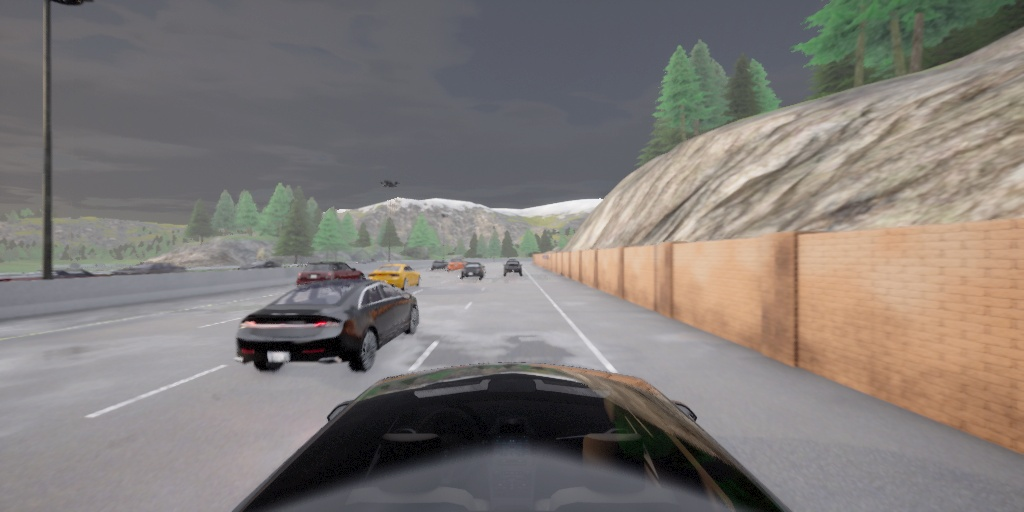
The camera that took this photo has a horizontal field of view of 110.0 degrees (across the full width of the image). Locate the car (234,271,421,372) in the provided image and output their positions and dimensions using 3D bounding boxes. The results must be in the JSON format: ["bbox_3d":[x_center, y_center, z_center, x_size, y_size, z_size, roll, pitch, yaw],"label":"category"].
[{"bbox_3d":[-3.390,1.243,7.619,2.128,1.511,4.902,0,0,0],"label":"car"}]

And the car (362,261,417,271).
[{"bbox_3d":[-6.904,1.230,21.536,1.882,1.535,5.008,0,0,0],"label":"car"}]

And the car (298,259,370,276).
[{"bbox_3d":[-10.401,1.107,20.921,2.097,1.767,4.553,0,0,0],"label":"car"}]

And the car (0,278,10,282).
[{"bbox_3d":[-21.053,1.322,12.153,1.994,1.385,4.181,0,0,0],"label":"car"}]

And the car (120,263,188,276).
[{"bbox_3d":[-31.570,1.310,31.480,2.033,1.411,5.357,0,0,0],"label":"car"}]

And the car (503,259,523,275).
[{"bbox_3d":[0.099,1.253,38.227,1.837,1.490,4.892,0,0,0],"label":"car"}]

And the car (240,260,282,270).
[{"bbox_3d":[-28.048,1.238,40.230,1.882,1.535,5.008,0,0,0],"label":"car"}]

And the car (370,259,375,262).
[{"bbox_3d":[-21.016,1.380,53.617,1.895,1.301,4.718,0,0,1],"label":"car"}]

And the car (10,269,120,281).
[{"bbox_3d":[-24.585,1.360,19.133,1.895,1.301,4.718,0,0,0],"label":"car"}]

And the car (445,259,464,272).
[{"bbox_3d":[-6.901,1.105,46.246,2.097,1.767,4.553,0,0,0],"label":"car"}]

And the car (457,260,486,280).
[{"bbox_3d":[-3.402,1.277,31.799,1.812,1.442,4.674,0,0,0],"label":"car"}]

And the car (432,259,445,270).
[{"bbox_3d":[-10.398,1.244,52.353,2.128,1.511,4.902,0,0,0],"label":"car"}]
